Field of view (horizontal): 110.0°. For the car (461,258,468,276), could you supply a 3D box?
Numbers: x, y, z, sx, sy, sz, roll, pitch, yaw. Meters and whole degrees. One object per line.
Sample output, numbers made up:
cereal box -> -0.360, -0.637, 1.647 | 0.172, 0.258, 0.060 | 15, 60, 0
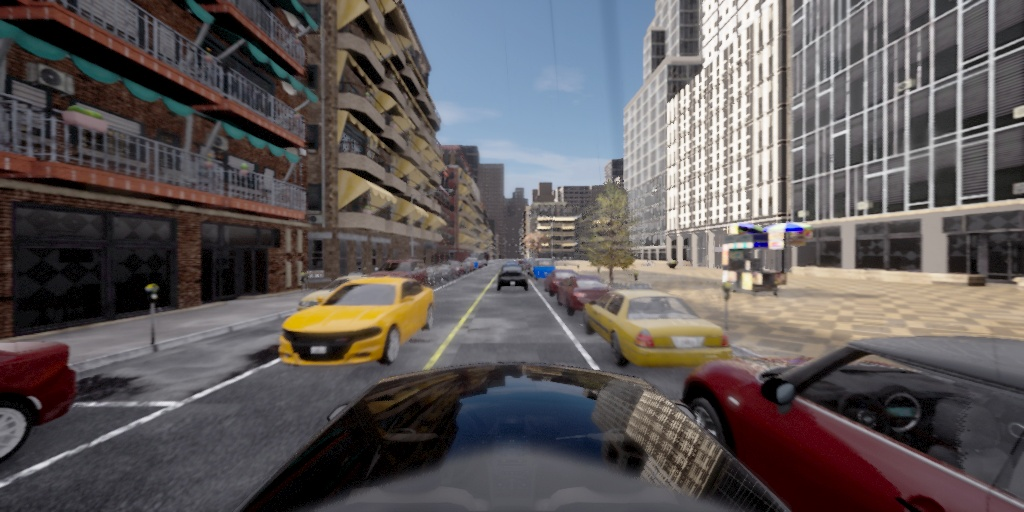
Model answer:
car -> -5.788, 1.224, 35.203 | 1.967, 1.591, 4.097 | 0, 0, 0

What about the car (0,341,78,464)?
car -> -5.690, 1.311, 2.045 | 1.888, 1.381, 4.507 | 0, 0, 0

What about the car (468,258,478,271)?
car -> -5.821, 1.341, 46.257 | 1.888, 1.381, 4.507 | 0, 0, 0

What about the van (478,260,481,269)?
van -> -5.838, 1.144, 51.784 | 1.690, 1.789, 3.998 | 0, 0, 0

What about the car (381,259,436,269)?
car -> -5.740, 1.087, 18.624 | 2.192, 1.841, 5.009 | 0, 0, 0

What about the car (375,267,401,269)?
car -> -5.722, 1.295, 12.929 | 1.751, 1.417, 4.829 | 0, 0, 0

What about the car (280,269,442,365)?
car -> -3.115, 1.238, 8.261 | 1.882, 1.535, 5.008 | 0, 0, 0

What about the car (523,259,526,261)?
car -> 2.575, 1.332, 40.755 | 1.948, 1.339, 4.313 | 0, 0, 0

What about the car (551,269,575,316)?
car -> 2.657, 1.328, 13.123 | 1.802, 1.307, 4.207 | 0, 0, 0

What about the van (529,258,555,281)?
van -> 2.609, 1.097, 29.702 | 1.690, 1.789, 3.998 | 0, 0, 0

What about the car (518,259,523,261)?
car -> -0.023, 1.299, 40.591 | 1.812, 1.442, 4.674 | 0, 0, 0

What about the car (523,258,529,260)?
car -> 2.559, 1.213, 46.282 | 1.967, 1.591, 4.097 | 0, 0, 0

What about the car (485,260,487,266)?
car -> -5.871, 1.401, 62.836 | 1.802, 1.307, 4.207 | 0, 0, 0

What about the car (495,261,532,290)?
car -> 0.029, 1.265, 22.510 | 1.837, 1.490, 4.892 | 0, 0, 0

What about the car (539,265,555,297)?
car -> 2.641, 1.331, 18.649 | 1.802, 1.307, 4.207 | 0, 0, 0

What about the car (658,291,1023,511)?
car -> 2.691, 1.182, 2.069 | 1.967, 1.591, 4.097 | 0, 0, 0

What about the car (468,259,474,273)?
car -> -5.805, 1.355, 40.730 | 1.948, 1.339, 4.313 | 0, 0, 0

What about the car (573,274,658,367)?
car -> 2.674, 1.270, 7.766 | 1.751, 1.417, 4.829 | 0, 0, 0

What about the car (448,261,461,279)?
car -> -5.772, 1.330, 29.678 | 2.007, 1.370, 4.403 | 0, 0, 0

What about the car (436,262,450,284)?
car -> -5.755, 1.325, 24.151 | 2.007, 1.370, 4.403 | 0, 0, 0

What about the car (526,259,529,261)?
car -> 2.592, 1.286, 35.398 | 1.751, 1.417, 4.829 | 0, 0, 0

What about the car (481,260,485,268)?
car -> -5.855, 1.393, 57.310 | 1.802, 1.307, 4.207 | 0, 0, 0
